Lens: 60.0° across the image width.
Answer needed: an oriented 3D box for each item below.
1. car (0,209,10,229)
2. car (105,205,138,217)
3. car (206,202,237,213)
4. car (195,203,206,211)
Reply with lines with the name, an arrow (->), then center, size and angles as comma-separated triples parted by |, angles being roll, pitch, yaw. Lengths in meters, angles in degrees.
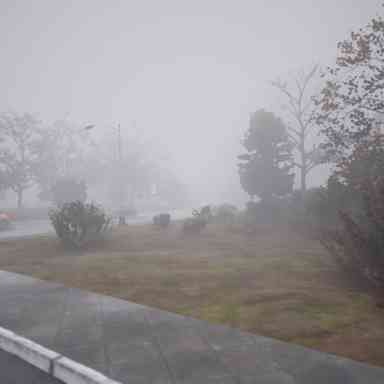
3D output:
car -> -16.936, 2.165, 26.087 | 2.097, 1.767, 4.553 | -3, -2, 33
car -> -8.462, 2.342, 39.238 | 2.128, 1.511, 4.902 | -3, -2, 32
car -> 4.564, 2.163, 46.495 | 2.033, 1.411, 5.357 | -3, -2, 32
car -> 2.230, 2.518, 56.147 | 1.812, 1.442, 4.674 | -3, -2, 32
